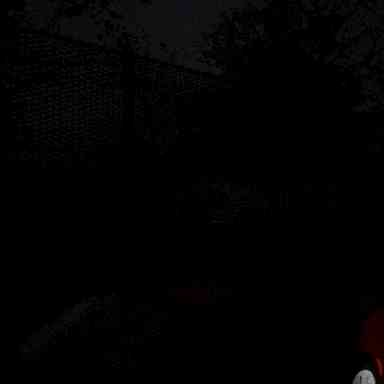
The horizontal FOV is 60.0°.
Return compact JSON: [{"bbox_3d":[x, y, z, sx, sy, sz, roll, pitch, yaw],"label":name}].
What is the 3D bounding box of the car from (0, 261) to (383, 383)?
[{"bbox_3d":[-0.175,1.479,2.945,5.008,1.535,1.882,0,0,-35],"label":"car"}]
